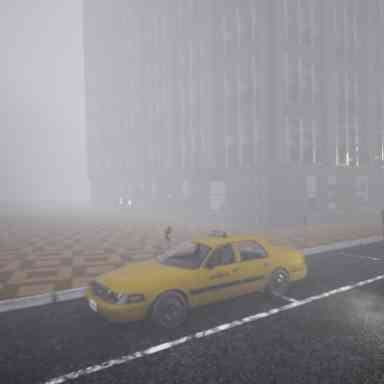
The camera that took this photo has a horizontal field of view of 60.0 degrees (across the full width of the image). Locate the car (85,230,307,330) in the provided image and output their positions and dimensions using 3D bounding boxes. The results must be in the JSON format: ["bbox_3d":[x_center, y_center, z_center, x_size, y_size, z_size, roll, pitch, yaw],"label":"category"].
[{"bbox_3d":[0.354,1.500,6.810,4.829,1.417,1.752,0,-1,-35],"label":"car"}]
